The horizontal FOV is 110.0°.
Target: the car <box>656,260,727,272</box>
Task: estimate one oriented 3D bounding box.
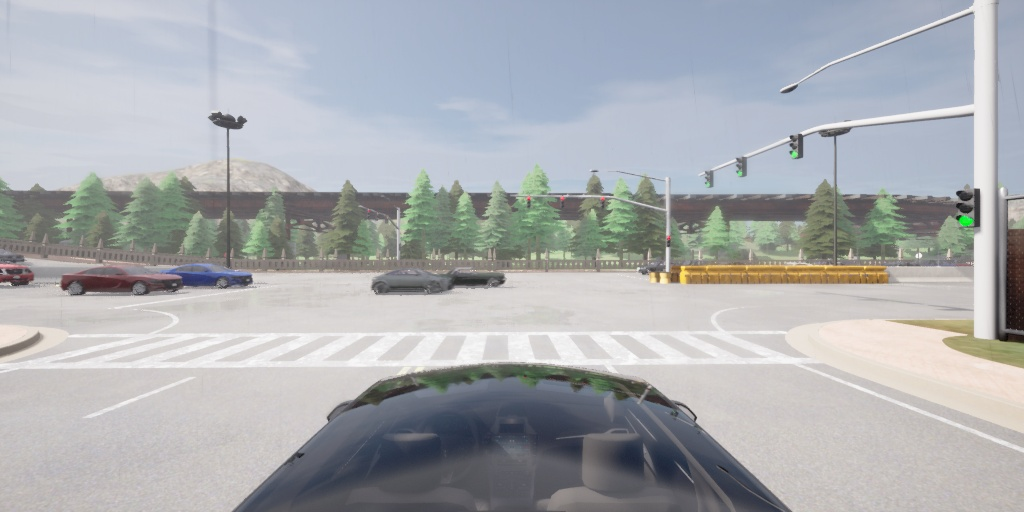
[{"bbox_3d":[15.188,1.102,30.453,4.553,1.767,2.097,0,0,-2],"label":"car"}]

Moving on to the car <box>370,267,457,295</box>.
[{"bbox_3d":[-5.274,1.314,19.114,4.181,1.385,1.994,0,0,-2],"label":"car"}]

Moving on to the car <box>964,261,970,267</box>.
[{"bbox_3d":[46.061,1.102,38.367,4.553,1.767,2.097,0,0,-1],"label":"car"}]

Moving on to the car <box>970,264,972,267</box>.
[{"bbox_3d":[43.674,1.275,31.306,4.674,1.442,1.812,0,0,-1],"label":"car"}]

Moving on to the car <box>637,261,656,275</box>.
[{"bbox_3d":[15.582,1.241,37.468,4.902,1.511,2.128,0,0,-2],"label":"car"}]

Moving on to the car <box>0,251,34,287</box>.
[{"bbox_3d":[-32.912,0.857,21.773,5.566,2.045,2.150,2,0,-2],"label":"car"}]

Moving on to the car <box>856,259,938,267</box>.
[{"bbox_3d":[33.222,1.254,31.006,4.892,1.490,1.837,0,0,-2],"label":"car"}]

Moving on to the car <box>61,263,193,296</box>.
[{"bbox_3d":[-20.134,1.224,18.656,5.008,1.535,1.882,0,0,-2],"label":"car"}]

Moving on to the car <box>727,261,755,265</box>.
[{"bbox_3d":[20.523,1.255,34.119,4.892,1.490,1.837,0,0,-2],"label":"car"}]

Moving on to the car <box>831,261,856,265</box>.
[{"bbox_3d":[30.021,1.241,34.410,4.902,1.511,2.128,0,0,-2],"label":"car"}]

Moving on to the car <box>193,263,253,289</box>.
[{"bbox_3d":[-18.895,1.224,22.195,5.008,1.535,1.882,0,0,-2],"label":"car"}]

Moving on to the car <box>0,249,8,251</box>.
[{"bbox_3d":[-51.815,-0.098,35.456,5.357,1.411,2.033,6,0,-2],"label":"car"}]

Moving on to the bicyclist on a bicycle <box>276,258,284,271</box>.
[{"bbox_3d":[-28.446,1.041,43.896,0.582,1.620,1.656,0,0,-2],"label":"bicyclist on a bicycle"}]

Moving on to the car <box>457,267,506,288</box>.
[{"bbox_3d":[-2.707,1.351,22.695,4.718,1.301,1.895,0,0,-2],"label":"car"}]

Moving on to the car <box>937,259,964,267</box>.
[{"bbox_3d":[39.989,1.102,34.704,4.553,1.767,2.097,0,0,-2],"label":"car"}]

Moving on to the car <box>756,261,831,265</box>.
[{"bbox_3d":[24.017,1.276,30.708,4.674,1.442,1.812,0,0,-2],"label":"car"}]
